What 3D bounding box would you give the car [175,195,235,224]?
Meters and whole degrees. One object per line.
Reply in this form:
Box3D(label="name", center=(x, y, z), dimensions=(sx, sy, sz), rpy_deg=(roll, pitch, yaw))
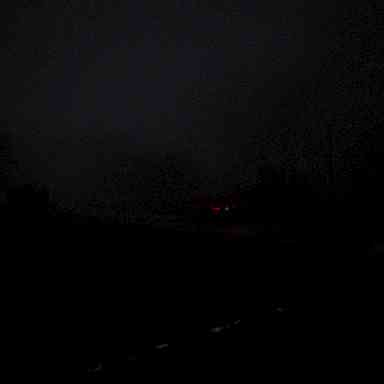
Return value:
Box3D(label="car", center=(0.902, 1.276, 25.410), dimensions=(2.150, 2.045, 5.566), rpy_deg=(1, -1, -35))
